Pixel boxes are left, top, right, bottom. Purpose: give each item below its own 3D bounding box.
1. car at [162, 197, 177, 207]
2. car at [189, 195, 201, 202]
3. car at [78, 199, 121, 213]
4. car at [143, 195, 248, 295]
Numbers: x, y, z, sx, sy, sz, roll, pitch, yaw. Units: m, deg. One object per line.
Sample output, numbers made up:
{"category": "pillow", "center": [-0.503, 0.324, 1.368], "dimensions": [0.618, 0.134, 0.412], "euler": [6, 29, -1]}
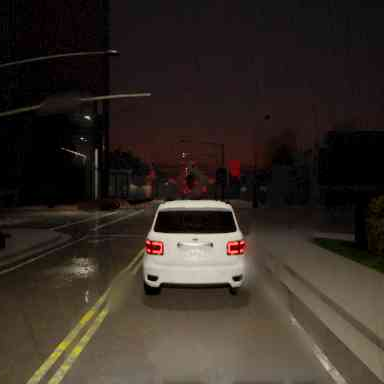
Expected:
{"category": "car", "center": [-3.526, 1.544, 53.952], "dimensions": [2.033, 1.411, 5.357], "euler": [0, 0, 0]}
{"category": "car", "center": [0.828, 1.459, 78.702], "dimensions": [1.882, 1.535, 5.008], "euler": [0, 0, 12]}
{"category": "car", "center": [-10.554, 1.573, 38.030], "dimensions": [4.674, 1.442, 1.812], "euler": [0, 1, -5]}
{"category": "car", "center": [0.078, 1.221, 8.832], "dimensions": [2.150, 2.045, 5.566], "euler": [0, 0, 0]}
